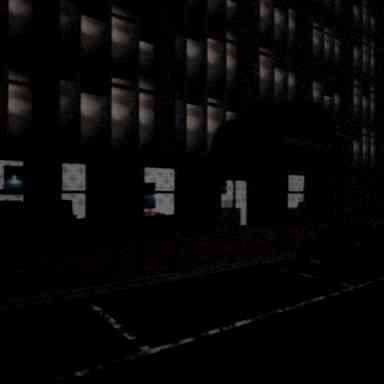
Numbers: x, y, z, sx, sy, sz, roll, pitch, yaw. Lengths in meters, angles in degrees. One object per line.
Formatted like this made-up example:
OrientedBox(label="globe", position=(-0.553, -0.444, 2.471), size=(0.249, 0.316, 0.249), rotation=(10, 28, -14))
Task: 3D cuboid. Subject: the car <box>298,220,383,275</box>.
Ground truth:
OrientedBox(label="car", position=(5.191, 1.571, 10.442), size=(4.313, 1.339, 1.947), rotation=(0, 0, -36))
